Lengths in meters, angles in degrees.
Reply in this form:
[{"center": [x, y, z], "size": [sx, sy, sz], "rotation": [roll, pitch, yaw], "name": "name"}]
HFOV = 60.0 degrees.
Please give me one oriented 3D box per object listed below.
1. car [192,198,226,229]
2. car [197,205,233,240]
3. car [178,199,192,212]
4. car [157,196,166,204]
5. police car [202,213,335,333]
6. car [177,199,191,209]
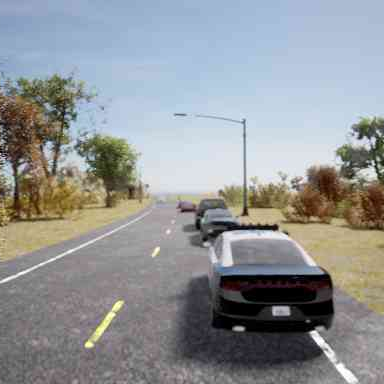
[{"center": [1.297, 1.431, 23.254], "size": [2.150, 2.045, 5.566], "rotation": [-1, -1, -1], "name": "car"}, {"center": [1.359, 1.659, 17.188], "size": [1.837, 1.490, 4.892], "rotation": [0, -1, 0], "name": "car"}, {"center": [-0.488, 1.983, 44.696], "size": [1.994, 1.385, 4.181], "rotation": [0, 0, -2], "name": "car"}, {"center": [-8.099, 2.065, 87.649], "size": [2.150, 2.045, 5.566], "rotation": [0, -1, -6], "name": "car"}, {"center": [1.291, 1.487, 7.244], "size": [1.930, 1.638, 5.238], "rotation": [0, -1, 1], "name": "police car"}, {"center": [-1.452, 2.031, 57.724], "size": [2.128, 1.511, 4.902], "rotation": [0, 0, -5], "name": "car"}]
